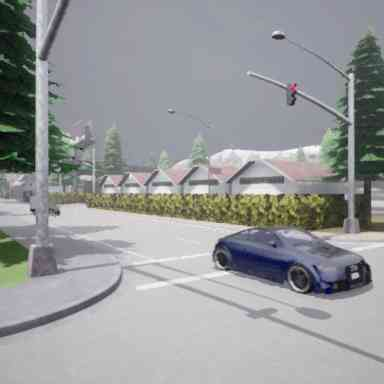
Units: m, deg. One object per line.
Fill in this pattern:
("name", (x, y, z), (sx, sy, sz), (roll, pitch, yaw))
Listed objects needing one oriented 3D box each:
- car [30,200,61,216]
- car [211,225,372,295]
("car", (-13.817, 1.496, 31.296), (1.994, 1.385, 4.181), (0, 0, -36))
("car", (2.405, 1.623, 8.890), (1.994, 1.385, 4.181), (0, 1, -36))
